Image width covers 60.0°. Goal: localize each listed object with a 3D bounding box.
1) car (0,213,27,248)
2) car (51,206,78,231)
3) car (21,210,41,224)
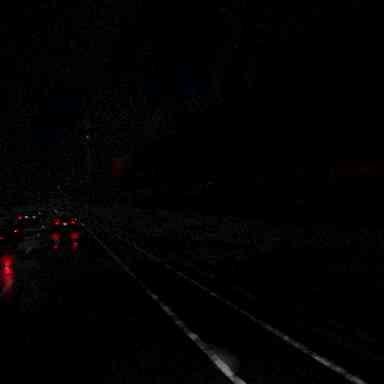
[{"bbox_3d":[-9.850,2.058,17.046,1.812,1.442,4.674,-2,-1,-22],"label":"car"},{"bbox_3d":[-9.849,2.137,25.771,1.812,1.442,4.674,-2,0,-22],"label":"car"},{"bbox_3d":[-16.497,2.497,33.676,2.033,1.411,5.357,-2,-1,-22],"label":"car"}]
